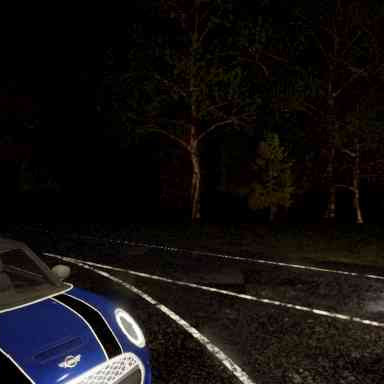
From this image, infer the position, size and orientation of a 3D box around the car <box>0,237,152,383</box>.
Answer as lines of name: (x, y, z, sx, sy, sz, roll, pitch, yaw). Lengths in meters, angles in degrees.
car: (-2.607, 1.338, 3.742, 4.553, 1.767, 2.097, 1, 0, 35)
